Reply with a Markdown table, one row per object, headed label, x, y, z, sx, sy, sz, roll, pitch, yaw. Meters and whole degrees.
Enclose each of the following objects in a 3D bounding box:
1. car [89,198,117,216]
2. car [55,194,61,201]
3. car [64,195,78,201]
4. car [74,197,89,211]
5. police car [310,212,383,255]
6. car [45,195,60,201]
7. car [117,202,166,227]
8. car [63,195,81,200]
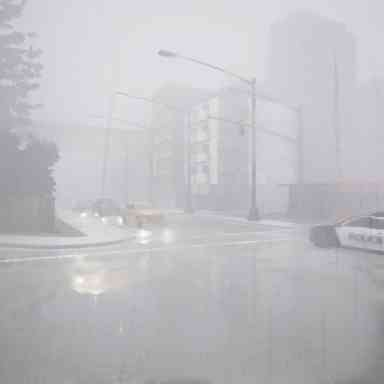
| label | x | y | z | sx | sy | sz | roll | pitch | yaw |
| --- | --- | --- | --- | --- | --- | --- | --- | --- | --- |
| car | -8.158 | 1.346 | 31.967 | 2.097 | 1.767 | 4.553 | 0 | 0 | -28 |
| car | -31.598 | 1.445 | 75.358 | 2.038 | 1.542 | 4.974 | 0 | 0 | -4 |
| car | -27.790 | 1.442 | 77.061 | 4.974 | 1.542 | 2.038 | 0 | 0 | 41 |
| car | -12.872 | 1.594 | 40.757 | 1.895 | 1.301 | 4.718 | 0 | 0 | -28 |
| police car | 6.608 | 1.521 | 12.152 | 2.038 | 1.542 | 4.974 | 0 | 0 | -28 |
| car | -31.602 | 1.287 | 75.410 | 1.853 | 1.218 | 4.536 | 0 | 0 | -4 |
| car | -3.470 | 1.472 | 23.264 | 1.882 | 1.535 | 5.008 | 0 | 0 | -28 |
| car | -27.829 | 1.285 | 77.096 | 4.536 | 1.218 | 1.853 | 0 | 0 | 41 |
